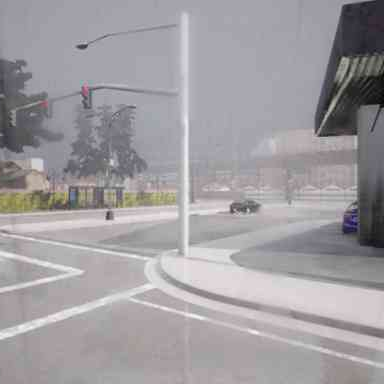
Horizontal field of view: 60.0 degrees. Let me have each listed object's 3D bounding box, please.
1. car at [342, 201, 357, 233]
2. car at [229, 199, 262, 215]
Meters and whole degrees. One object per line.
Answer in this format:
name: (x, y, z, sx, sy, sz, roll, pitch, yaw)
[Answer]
car: (9.530, 1.295, 17.671, 2.242, 1.667, 4.611, 0, 0, 37)
car: (5.645, 1.503, 34.505, 1.837, 1.490, 4.892, 0, 0, 36)
